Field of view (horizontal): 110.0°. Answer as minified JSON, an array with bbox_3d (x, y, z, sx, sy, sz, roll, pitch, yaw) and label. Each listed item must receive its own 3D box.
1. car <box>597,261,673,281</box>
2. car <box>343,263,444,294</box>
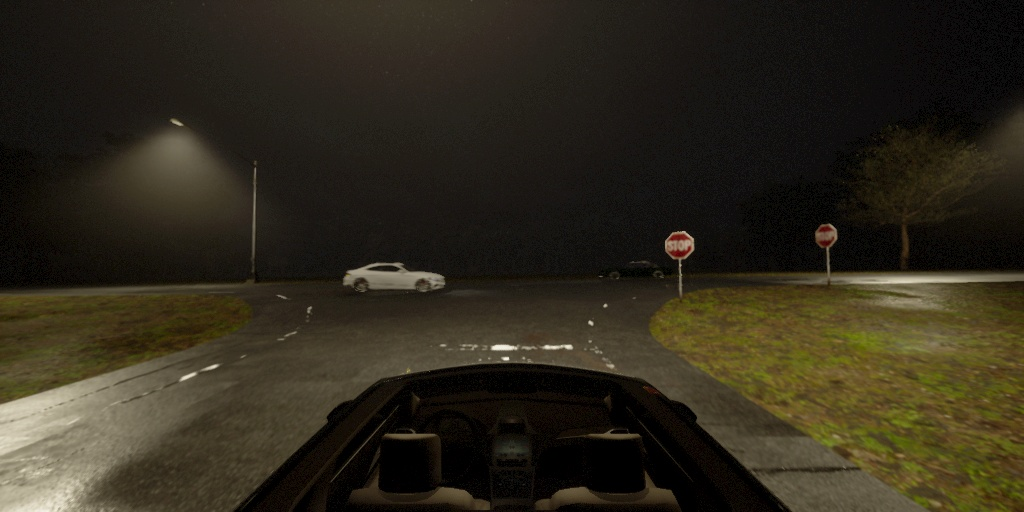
[{"bbox_3d":[8.284,1.029,24.502,4.718,1.301,1.895,-1,-2,-1],"label":"car"},{"bbox_3d":[-5.648,1.049,17.346,4.674,1.442,1.812,1,-1,0],"label":"car"}]
